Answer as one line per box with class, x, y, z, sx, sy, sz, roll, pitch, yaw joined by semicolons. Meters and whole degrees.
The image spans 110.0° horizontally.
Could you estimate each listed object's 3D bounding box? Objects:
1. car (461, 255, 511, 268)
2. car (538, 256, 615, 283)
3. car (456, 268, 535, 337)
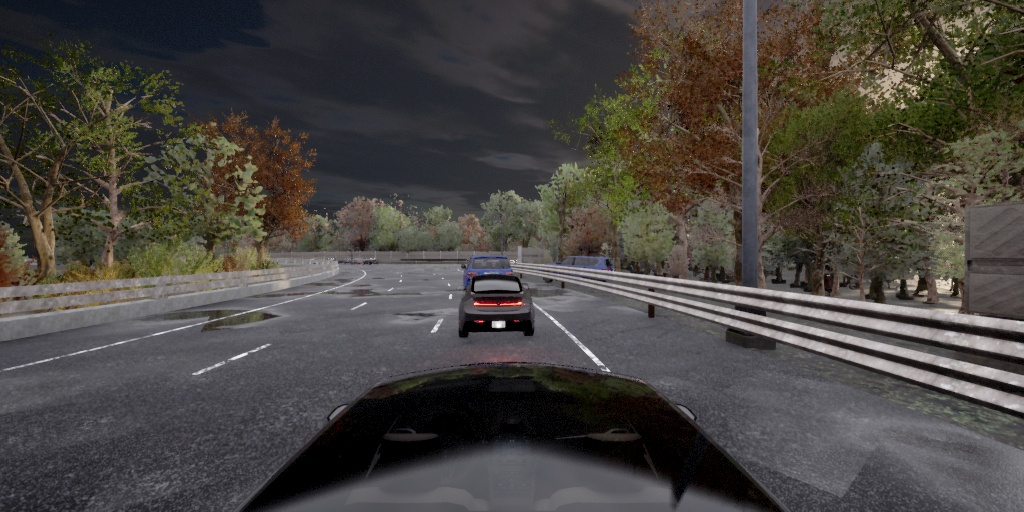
car;-1.249;0.972;17.465;2.150;2.045;5.566;0;0;-9
car;4.648;1.001;25.979;5.566;2.045;2.150;3;1;30
car;-0.519;1.255;10.288;1.837;1.490;4.892;0;0;-5
